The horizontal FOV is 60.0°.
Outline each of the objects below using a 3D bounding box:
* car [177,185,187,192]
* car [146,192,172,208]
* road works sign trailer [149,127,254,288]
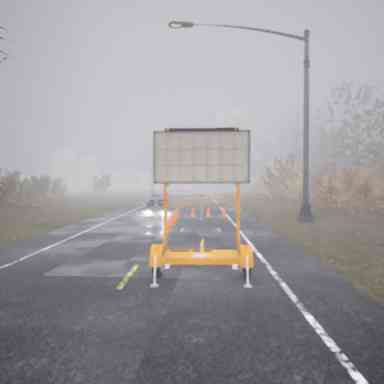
[{"bbox_3d":[-2.071,-0.781,70.834,1.882,1.535,5.008,0,2,1],"label":"car"},{"bbox_3d":[-2.896,0.685,29.550,1.895,1.301,4.718,0,2,1],"label":"car"},{"bbox_3d":[0.248,0.194,8.446,2.380,3.560,2.880,0,2,3],"label":"road works sign trailer"}]
